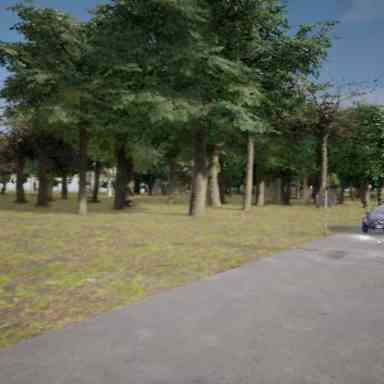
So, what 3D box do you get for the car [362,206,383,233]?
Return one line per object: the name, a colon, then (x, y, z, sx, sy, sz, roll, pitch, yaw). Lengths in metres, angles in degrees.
car: (11.204, 1.551, 19.191, 1.812, 1.442, 4.674, 1, 0, 38)
